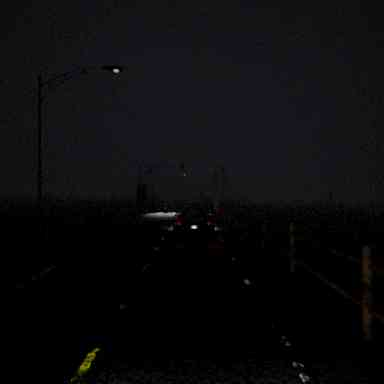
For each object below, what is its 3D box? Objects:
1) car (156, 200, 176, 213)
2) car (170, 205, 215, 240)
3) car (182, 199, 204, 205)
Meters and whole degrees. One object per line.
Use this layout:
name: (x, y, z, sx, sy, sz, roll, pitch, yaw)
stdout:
car: (-2.766, 1.543, 37.065, 1.994, 1.385, 4.181, 0, 0, 0)
car: (0.097, 1.551, 16.962, 1.994, 1.385, 4.181, 0, 0, 0)
car: (0.093, 1.458, 32.167, 1.882, 1.535, 5.008, 0, 0, 0)
